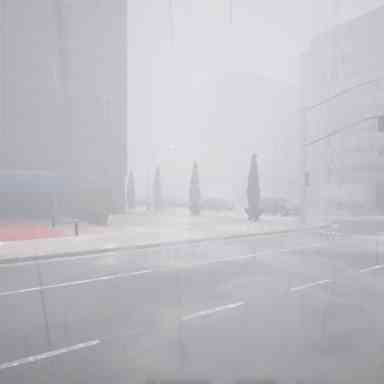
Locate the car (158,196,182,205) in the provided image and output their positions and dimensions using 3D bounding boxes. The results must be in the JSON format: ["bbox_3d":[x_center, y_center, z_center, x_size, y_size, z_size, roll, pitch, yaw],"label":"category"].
[{"bbox_3d":[-4.170,1.547,62.396,2.033,1.411,5.357,0,0,-35],"label":"car"}]

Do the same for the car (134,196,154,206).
[{"bbox_3d":[-8.199,1.526,55.646,1.812,1.442,4.674,0,0,-34],"label":"car"}]

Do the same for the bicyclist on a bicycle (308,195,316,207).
[{"bbox_3d":[16.852,1.301,46.709,1.656,1.620,0.582,0,0,-35],"label":"bicyclist on a bicycle"}]

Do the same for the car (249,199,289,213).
[{"bbox_3d":[8.648,1.564,37.525,1.994,1.385,4.181,0,0,-35],"label":"car"}]

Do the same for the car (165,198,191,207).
[{"bbox_3d":[-2.298,1.601,53.257,1.895,1.301,4.718,0,0,-35],"label":"car"}]

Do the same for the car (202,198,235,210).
[{"bbox_3d":[3.515,1.526,44.897,1.812,1.442,4.674,0,0,-35],"label":"car"}]

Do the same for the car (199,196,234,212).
[{"bbox_3d":[2.927,1.492,39.615,2.128,1.511,4.902,0,0,-35],"label":"car"}]

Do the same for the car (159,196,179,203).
[{"bbox_3d":[-4.875,1.601,69.501,1.895,1.301,4.718,0,0,-35],"label":"car"}]

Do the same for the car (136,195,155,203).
[{"bbox_3d":[-9.891,1.520,70.420,2.128,1.511,4.902,0,0,-35],"label":"car"}]

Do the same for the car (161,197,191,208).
[{"bbox_3d":[-2.648,1.547,47.623,2.033,1.411,5.357,0,0,-35],"label":"car"}]

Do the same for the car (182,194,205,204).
[{"bbox_3d":[0.256,1.352,62.167,2.097,1.767,4.553,0,0,-35],"label":"car"}]

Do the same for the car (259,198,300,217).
[{"bbox_3d":[8.333,1.351,31.852,2.097,1.767,4.553,0,0,-35],"label":"car"}]
